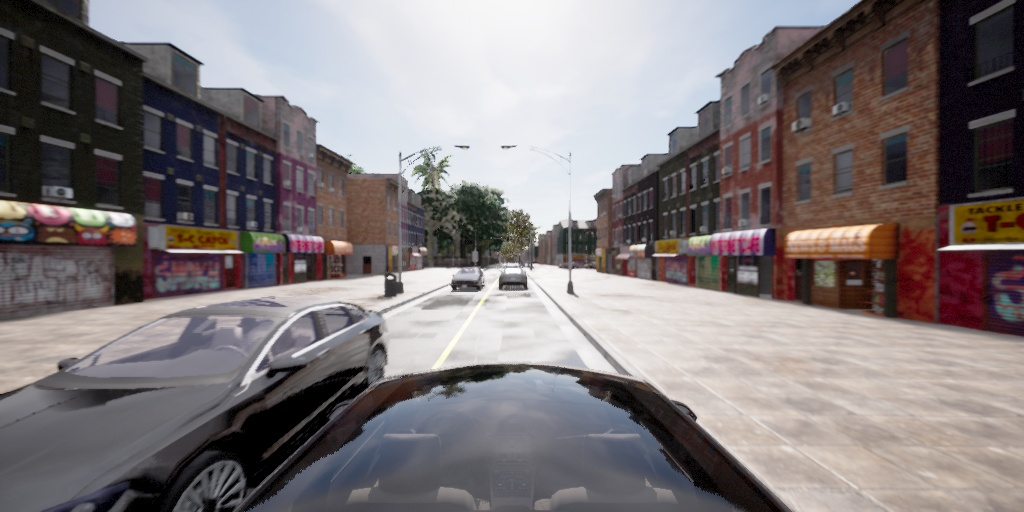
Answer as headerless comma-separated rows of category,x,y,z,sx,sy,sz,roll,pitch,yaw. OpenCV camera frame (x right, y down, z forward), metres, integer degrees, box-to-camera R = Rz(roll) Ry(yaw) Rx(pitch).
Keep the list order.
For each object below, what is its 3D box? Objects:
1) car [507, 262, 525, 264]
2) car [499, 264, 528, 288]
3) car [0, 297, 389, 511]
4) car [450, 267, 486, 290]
car,0.092,1.542,42.987,2.128,1.511,4.902,0,-1,0
car,0.084,1.470,25.312,1.994,1.385,4.181,0,0,0
car,-2.839,1.254,3.776,2.128,1.511,4.902,0,0,0
car,-2.801,1.443,23.903,2.033,1.411,5.357,0,0,0
